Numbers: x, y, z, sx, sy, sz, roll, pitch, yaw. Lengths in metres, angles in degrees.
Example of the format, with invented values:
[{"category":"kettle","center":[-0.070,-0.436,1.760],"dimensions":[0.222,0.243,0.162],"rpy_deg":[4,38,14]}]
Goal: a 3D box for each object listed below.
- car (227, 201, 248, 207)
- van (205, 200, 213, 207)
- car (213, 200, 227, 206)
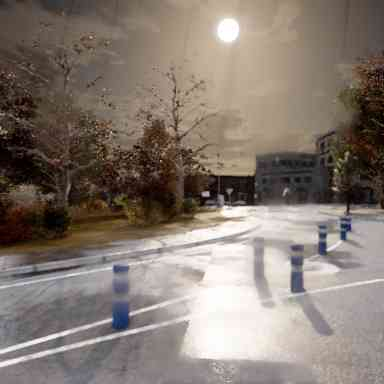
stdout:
[{"category":"car","center":[10.961,2.820,76.854],"dimensions":[2.002,1.452,4.674],"rpy_deg":[2,-4,-32]},{"category":"van","center":[5.059,3.202,86.261],"dimensions":[1.878,1.987,4.442],"rpy_deg":[0,-3,-32]},{"category":"car","center":[8.038,3.130,81.498],"dimensions":[2.163,1.488,4.792],"rpy_deg":[0,-3,-32]}]
